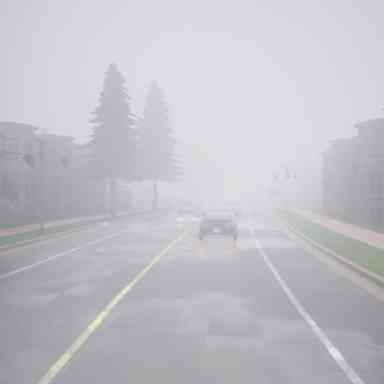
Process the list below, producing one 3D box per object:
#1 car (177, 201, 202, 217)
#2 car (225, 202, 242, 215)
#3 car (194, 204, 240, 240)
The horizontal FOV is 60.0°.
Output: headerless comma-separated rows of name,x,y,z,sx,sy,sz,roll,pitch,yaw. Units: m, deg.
car,0.018,1.562,31.547,2.033,1.411,5.357,0,0,11
car,4.172,1.628,33.930,1.895,1.301,4.718,0,0,10
car,1.396,1.537,16.952,1.812,1.442,4.674,0,0,7
